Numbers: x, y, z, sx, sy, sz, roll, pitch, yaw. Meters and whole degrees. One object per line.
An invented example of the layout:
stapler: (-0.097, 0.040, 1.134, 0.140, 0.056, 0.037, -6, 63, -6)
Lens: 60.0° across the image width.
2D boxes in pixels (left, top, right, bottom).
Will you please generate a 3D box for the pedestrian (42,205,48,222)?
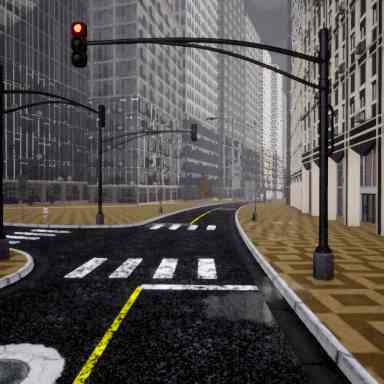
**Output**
pedestrian: (-9.295, 1.345, 21.045, 0.500, 1.100, 0.500, 0, 0, 17)
